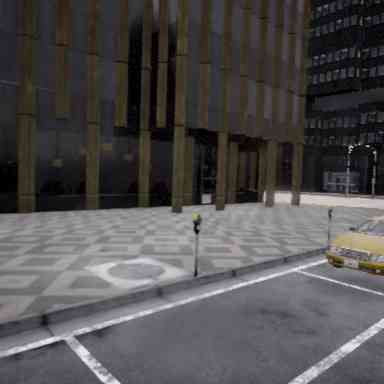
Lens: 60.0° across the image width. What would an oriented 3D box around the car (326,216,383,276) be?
[{"bbox_3d":[5.316,1.233,8.856,4.829,1.417,1.752,0,4,-41],"label":"car"}]
